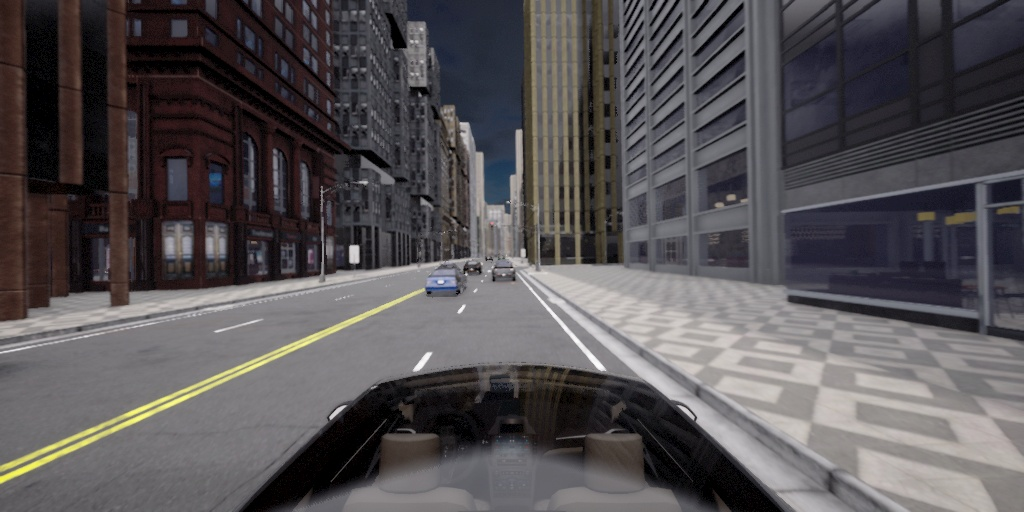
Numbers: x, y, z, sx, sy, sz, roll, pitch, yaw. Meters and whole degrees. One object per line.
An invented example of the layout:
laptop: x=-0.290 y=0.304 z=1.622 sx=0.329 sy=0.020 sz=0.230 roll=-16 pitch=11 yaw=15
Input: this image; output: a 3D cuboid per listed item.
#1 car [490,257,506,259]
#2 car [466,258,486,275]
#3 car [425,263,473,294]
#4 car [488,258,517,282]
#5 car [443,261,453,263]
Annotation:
car: x=-1.036 y=1.178 z=38.530 sx=2.128 sy=1.511 sz=4.902 roll=-1 pitch=0 yaw=-2
car: x=-4.206 y=1.213 z=39.191 sx=1.882 sy=1.535 sz=5.008 roll=-1 pitch=0 yaw=-2
car: x=-3.644 y=1.334 z=20.473 sx=2.033 sy=1.411 sz=5.357 roll=-1 pitch=0 yaw=-2
car: x=-0.654 y=1.206 z=29.107 sx=2.128 sy=1.511 sz=4.902 roll=-1 pitch=0 yaw=-2
car: x=-7.686 y=1.342 z=43.403 sx=1.994 sy=1.385 sz=4.181 roll=-1 pitch=0 yaw=-2
